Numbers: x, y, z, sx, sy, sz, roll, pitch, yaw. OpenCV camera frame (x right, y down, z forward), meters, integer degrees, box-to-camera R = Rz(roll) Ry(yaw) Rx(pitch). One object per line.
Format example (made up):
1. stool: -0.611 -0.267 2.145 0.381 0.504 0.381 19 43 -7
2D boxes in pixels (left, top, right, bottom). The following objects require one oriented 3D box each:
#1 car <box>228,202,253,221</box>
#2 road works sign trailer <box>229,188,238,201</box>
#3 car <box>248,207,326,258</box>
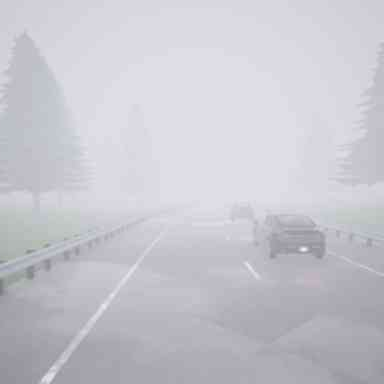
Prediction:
1. car: 4.084 1.597 27.673 2.128 1.511 4.902 0 0 4
2. road works sign trailer: 11.656 0.812 91.687 2.380 3.560 2.880 0 0 17
3. car: 3.586 1.556 12.947 1.837 1.490 4.892 0 0 1
